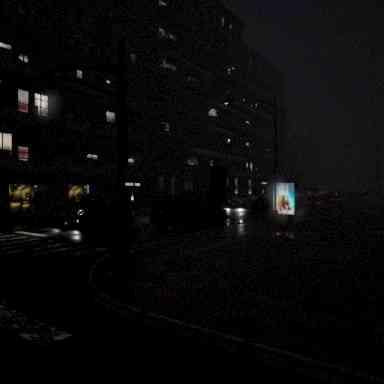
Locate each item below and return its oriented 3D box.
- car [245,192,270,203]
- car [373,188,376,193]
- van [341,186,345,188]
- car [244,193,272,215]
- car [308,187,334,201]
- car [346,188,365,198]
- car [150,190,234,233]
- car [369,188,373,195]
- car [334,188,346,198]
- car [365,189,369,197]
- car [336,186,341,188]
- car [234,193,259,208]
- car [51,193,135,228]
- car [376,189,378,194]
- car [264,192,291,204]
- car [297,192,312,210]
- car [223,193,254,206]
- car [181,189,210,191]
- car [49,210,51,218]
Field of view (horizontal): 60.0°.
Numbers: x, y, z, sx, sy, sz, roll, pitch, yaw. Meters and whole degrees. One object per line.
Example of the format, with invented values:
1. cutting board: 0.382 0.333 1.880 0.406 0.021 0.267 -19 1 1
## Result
1. car: 8.933 0.754 45.170 1.802 1.307 4.206 2 2 35
2. car: 38.135 -0.012 72.198 1.887 1.381 4.507 1 2 35
3. van: 37.603 -0.446 86.023 1.690 1.788 3.998 2 2 35
4. car: 6.274 1.069 26.789 1.947 1.339 4.313 1 2 35
5. car: 18.809 0.235 49.193 2.150 2.045 5.566 0 1 35
6. car: 28.577 0.309 58.576 1.887 1.381 4.507 1 2 35
7. car: -0.097 1.026 17.701 2.192 1.841 5.009 1 2 35
8. car: 34.949 0.096 67.657 1.887 1.381 4.507 1 2 35
9. car: 25.045 0.406 58.080 1.895 1.301 4.718 0 1 35
10. car: 31.763 0.098 63.113 1.967 1.590 4.097 1 2 35
11. car: 34.417 -0.239 81.486 1.967 1.590 4.097 2 2 35
12. car: 5.587 0.884 35.894 1.812 1.442 4.674 0 1 35
13. car: -5.602 1.075 19.968 2.097 1.767 4.553 0 1 35
14. car: 44.506 -0.221 81.280 2.008 1.369 4.403 1 2 35
15. car: 11.406 0.731 44.135 1.994 1.385 4.181 0 1 36
16. car: 9.460 0.964 31.331 1.947 1.339 4.313 1 2 35
17. car: 5.748 0.828 40.630 2.008 1.369 4.403 2 2 35
18. car: -0.063 0.764 27.855 2.150 2.045 5.566 0 1 36
19. car: -6.991 1.009 22.464 2.192 1.841 5.009 1 2 35
